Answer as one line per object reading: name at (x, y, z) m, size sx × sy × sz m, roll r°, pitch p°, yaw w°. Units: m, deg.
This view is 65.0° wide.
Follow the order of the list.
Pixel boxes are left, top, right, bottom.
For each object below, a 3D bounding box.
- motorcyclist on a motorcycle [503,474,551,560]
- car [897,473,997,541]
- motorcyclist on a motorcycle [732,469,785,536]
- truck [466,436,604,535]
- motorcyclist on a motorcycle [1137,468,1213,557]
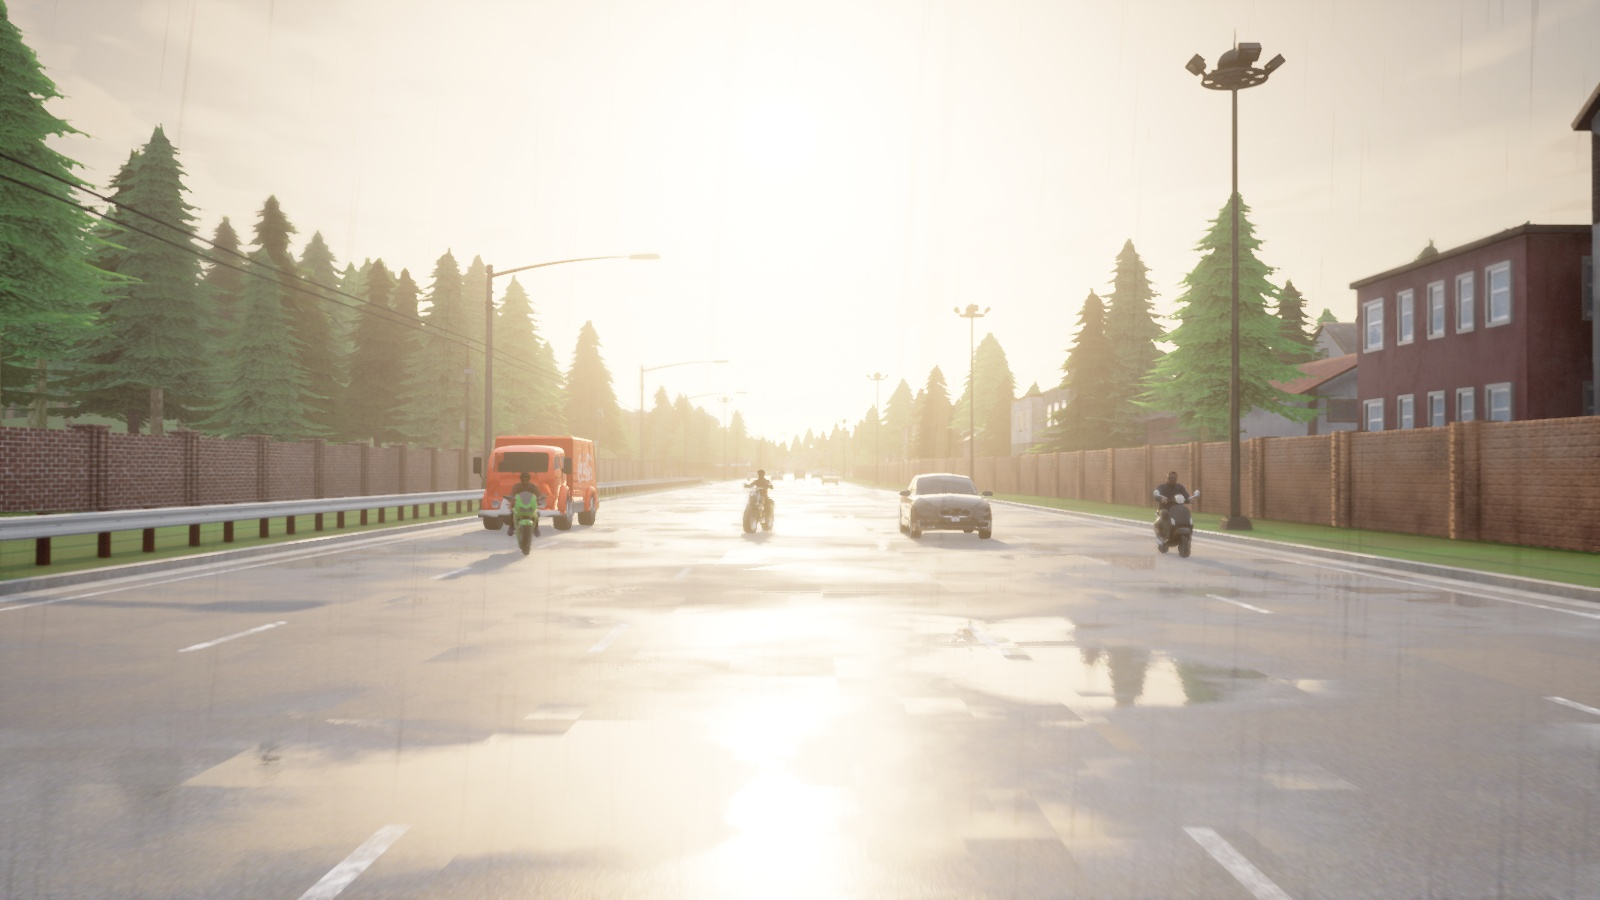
motorcyclist on a motorcycle at (-5.101, 1.208, 23.357) m, size 0.797 × 1.523 × 2.044 m, roll 0°, pitch -1°, yaw -14°
car at (3.481, 1.316, 30.488) m, size 1.837 × 1.490 × 4.892 m, roll 0°, pitch -1°, yaw 0°
motorcyclist on a motorcycle at (-1.037, 1.306, 32.060) m, size 0.766 × 1.649 × 2.350 m, roll 0°, pitch -1°, yaw 14°
truck at (-7.023, 0.924, 33.926) m, size 2.627 × 2.467 × 5.204 m, roll 0°, pitch -1°, yaw 0°
motorcyclist on a motorcycle at (6.986, 1.133, 23.496) m, size 0.866 × 1.590 × 1.817 m, roll 0°, pitch -1°, yaw 0°
